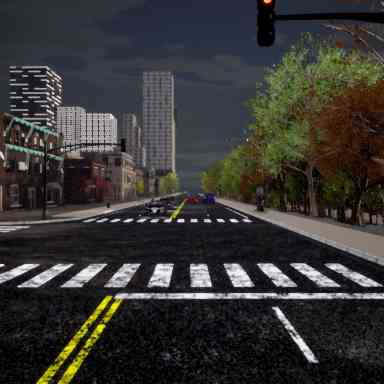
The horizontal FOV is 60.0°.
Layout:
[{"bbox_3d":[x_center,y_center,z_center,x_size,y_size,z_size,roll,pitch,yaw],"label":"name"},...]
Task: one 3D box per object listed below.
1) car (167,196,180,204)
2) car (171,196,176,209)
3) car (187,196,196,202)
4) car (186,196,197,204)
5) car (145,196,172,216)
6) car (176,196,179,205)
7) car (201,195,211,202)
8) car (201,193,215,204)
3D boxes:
[{"bbox_3d":[-3.443,1.467,63.548,2.128,1.511,4.902,0,0,1],"label":"car"},{"bbox_3d":[-3.440,1.490,43.017,1.837,1.490,4.892,0,0,0],"label":"car"},{"bbox_3d":[-0.172,1.523,74.151,1.994,1.385,4.181,0,0,0],"label":"car"},{"bbox_3d":[-0.043,1.539,64.199,1.994,1.385,4.181,0,0,-1],"label":"car"},{"bbox_3d":[-3.422,1.481,32.879,2.128,1.511,4.902,0,0,0],"label":"car"},{"bbox_3d":[-3.457,1.485,53.157,1.837,1.490,4.892,0,0,0],"label":"car"},{"bbox_3d":[3.072,1.447,74.393,1.882,1.535,5.008,0,0,0],"label":"car"},{"bbox_3d":[3.200,1.197,63.818,2.150,2.045,5.566,0,0,0],"label":"car"}]
